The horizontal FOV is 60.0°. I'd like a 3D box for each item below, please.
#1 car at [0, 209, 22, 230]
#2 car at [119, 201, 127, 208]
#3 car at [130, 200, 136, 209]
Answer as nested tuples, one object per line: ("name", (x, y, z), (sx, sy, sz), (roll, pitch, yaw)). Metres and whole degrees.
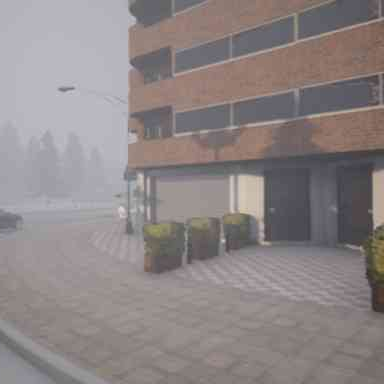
("car", (-12.380, 1.704, 20.417), (1.882, 1.535, 5.008), (-1, 0, -1))
("car", (-9.328, 1.951, 51.562), (1.994, 1.385, 4.181), (-1, -1, 36))
("car", (-6.520, 1.843, 49.474), (2.128, 1.511, 4.902), (-1, -1, 36))
